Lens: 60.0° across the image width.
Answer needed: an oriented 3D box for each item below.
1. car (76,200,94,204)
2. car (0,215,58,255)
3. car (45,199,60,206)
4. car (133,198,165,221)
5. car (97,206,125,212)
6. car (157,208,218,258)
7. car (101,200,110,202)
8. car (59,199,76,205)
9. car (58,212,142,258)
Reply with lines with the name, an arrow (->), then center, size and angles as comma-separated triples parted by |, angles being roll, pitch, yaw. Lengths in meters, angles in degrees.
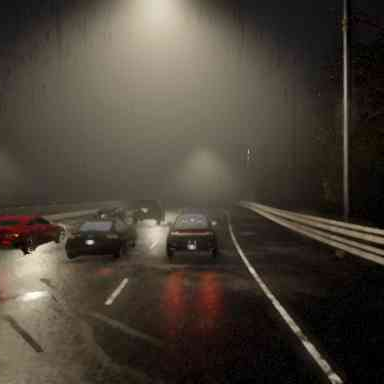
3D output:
car -> -21.004, 2.325, 67.386 | 2.033, 1.411, 5.357 | 0, -1, 0
car -> -6.973, 1.677, 13.884 | 1.812, 1.442, 4.674 | 0, 0, 1
car -> -28.004, 2.141, 67.417 | 2.097, 1.767, 4.553 | 0, -1, 0
car -> -3.491, 1.530, 27.552 | 2.150, 2.045, 5.566 | 0, 0, 0
car -> -6.980, 1.881, 28.525 | 1.994, 1.385, 4.181 | 0, -1, 1
car -> 0.023, 1.640, 13.492 | 2.128, 1.511, 4.902 | 0, 0, 1
car -> -17.504, 2.311, 67.386 | 2.128, 1.511, 4.902 | 0, -1, 0
car -> -24.504, 2.285, 67.386 | 1.837, 1.490, 4.892 | 0, -1, 0
car -> -3.476, 1.711, 13.418 | 1.994, 1.385, 4.181 | 0, -1, 0
